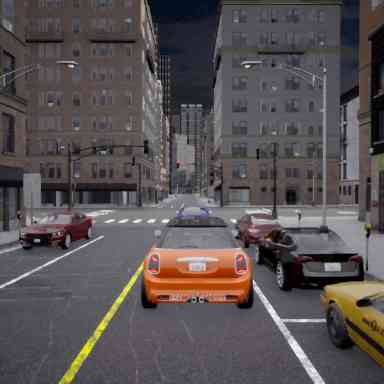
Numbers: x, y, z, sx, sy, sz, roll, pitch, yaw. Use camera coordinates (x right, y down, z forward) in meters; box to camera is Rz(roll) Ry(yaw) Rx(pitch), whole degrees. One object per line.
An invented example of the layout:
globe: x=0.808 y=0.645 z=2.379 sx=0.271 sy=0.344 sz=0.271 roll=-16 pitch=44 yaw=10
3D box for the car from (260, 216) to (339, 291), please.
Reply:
car: x=2.869 y=1.563 z=8.854 sx=1.947 sy=1.339 sz=4.313 roll=-1 pitch=0 yaw=0

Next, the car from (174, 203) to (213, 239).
car: x=0.105 y=1.472 z=18.339 sx=1.882 sy=1.535 sz=5.008 roll=0 pitch=0 yaw=1

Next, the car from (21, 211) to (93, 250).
car: x=-5.675 y=1.540 z=14.438 sx=1.887 sy=1.381 sz=4.507 roll=-1 pitch=0 yaw=0

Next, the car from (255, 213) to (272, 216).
car: x=2.870 y=1.577 z=14.439 sx=1.802 sy=1.307 sz=4.206 roll=-1 pitch=0 yaw=0

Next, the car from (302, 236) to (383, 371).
car: x=2.867 y=1.524 z=3.437 sx=1.752 sy=1.417 sz=4.829 roll=-1 pitch=0 yaw=0

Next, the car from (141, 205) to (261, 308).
car: x=0.099 y=1.350 z=8.051 sx=2.097 sy=1.767 sz=4.553 roll=0 pitch=0 yaw=0
